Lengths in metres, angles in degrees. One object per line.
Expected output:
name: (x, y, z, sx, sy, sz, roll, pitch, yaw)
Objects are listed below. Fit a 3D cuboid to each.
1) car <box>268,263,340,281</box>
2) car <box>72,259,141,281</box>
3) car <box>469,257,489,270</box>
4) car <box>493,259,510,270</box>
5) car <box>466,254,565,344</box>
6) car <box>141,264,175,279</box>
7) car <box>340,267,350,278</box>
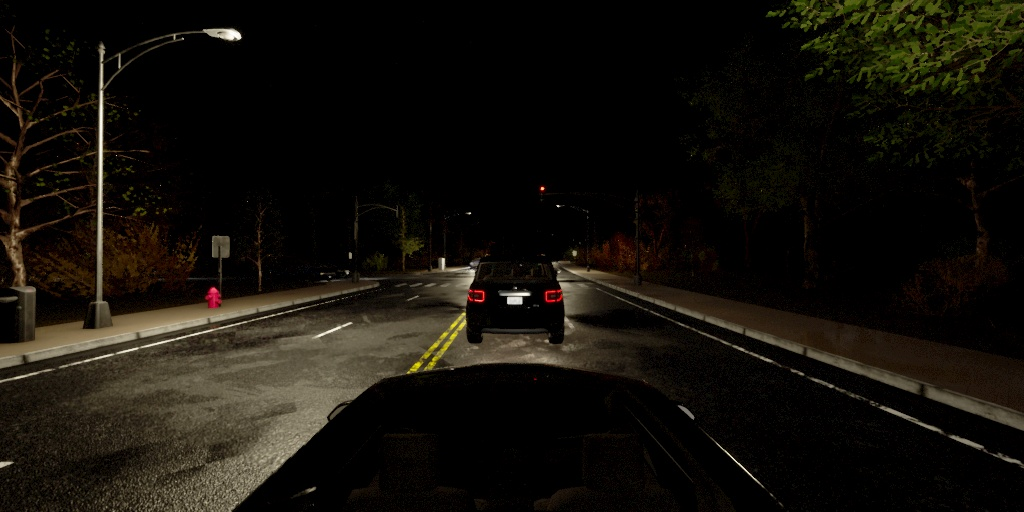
car: (-18.045, 1.414, 30.791, 5.357, 1.411, 2.033, -1, -1, 10)
car: (-39.401, 1.313, 34.461, 5.566, 2.045, 2.150, -1, -1, 10)
car: (-4.720, 1.055, 51.772, 2.097, 1.767, 4.553, 0, 0, 4)
car: (-1.454, 1.188, 52.085, 2.128, 1.511, 4.902, 0, 0, 2)
car: (0.109, 0.972, 9.741, 2.150, 2.045, 5.566, 0, 0, 1)
car: (-37.855, 1.601, 37.491, 4.902, 1.511, 2.128, -1, -1, 10)
car: (-17.918, 1.391, 34.120, 4.902, 1.511, 2.128, -1, -1, 8)
